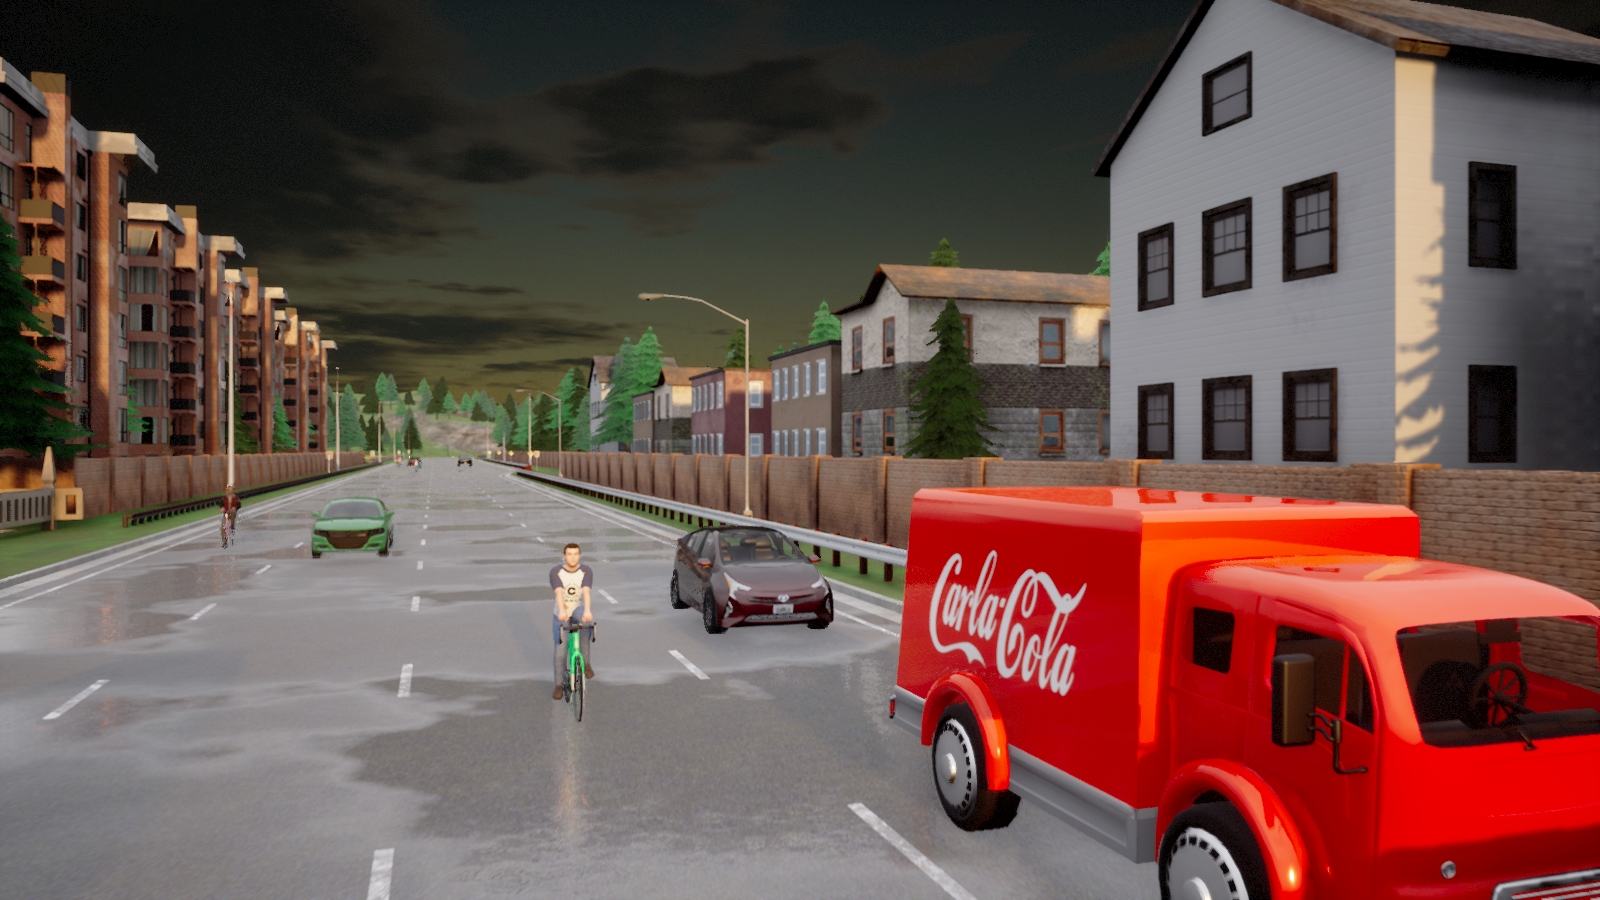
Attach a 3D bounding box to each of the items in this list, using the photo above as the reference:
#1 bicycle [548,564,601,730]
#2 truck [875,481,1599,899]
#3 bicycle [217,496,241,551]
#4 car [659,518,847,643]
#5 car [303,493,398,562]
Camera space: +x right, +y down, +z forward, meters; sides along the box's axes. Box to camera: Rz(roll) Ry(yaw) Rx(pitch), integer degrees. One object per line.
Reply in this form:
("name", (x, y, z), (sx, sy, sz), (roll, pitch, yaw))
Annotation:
("bicycle", (-2.442, 2.061, 12.294), (0.373, 1.496, 1.643), (0, 0, -18))
("truck", (2.691, 1.558, 7.707), (2.627, 2.467, 5.204), (0, 1, -18))
("bicycle", (-16.291, 2.072, 32.604), (0.329, 1.471, 1.835), (0, 0, -18))
("car", (-0.934, 2.046, 19.045), (2.007, 1.525, 4.514), (0, 0, -18))
("car", (-12.236, 2.045, 31.398), (2.097, 1.535, 5.006), (0, 0, -18))
